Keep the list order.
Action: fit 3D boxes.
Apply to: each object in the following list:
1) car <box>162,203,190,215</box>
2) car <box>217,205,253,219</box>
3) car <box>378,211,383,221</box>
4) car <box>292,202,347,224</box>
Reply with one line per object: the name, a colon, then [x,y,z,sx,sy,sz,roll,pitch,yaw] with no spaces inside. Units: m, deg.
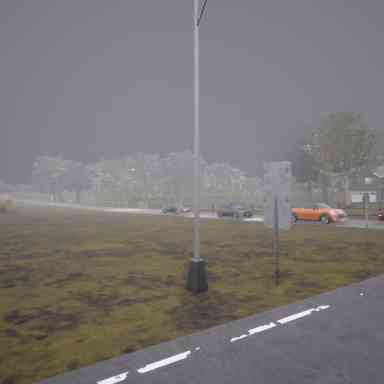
car: [-2.210,2.238,44.738,2.128,1.511,4.902,-1,-1,-35]
car: [4.493,2.063,35.230,1.994,1.385,4.181,-1,-1,-35]
car: [16.175,1.529,23.913,5.008,1.535,1.882,-3,-1,43]
car: [10.191,1.615,27.153,2.097,1.767,4.553,-1,-1,-35]
